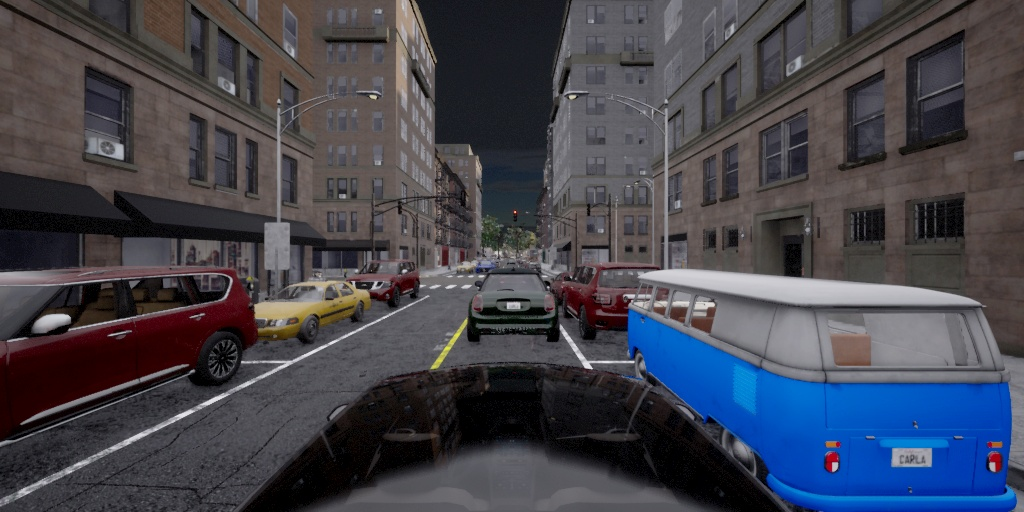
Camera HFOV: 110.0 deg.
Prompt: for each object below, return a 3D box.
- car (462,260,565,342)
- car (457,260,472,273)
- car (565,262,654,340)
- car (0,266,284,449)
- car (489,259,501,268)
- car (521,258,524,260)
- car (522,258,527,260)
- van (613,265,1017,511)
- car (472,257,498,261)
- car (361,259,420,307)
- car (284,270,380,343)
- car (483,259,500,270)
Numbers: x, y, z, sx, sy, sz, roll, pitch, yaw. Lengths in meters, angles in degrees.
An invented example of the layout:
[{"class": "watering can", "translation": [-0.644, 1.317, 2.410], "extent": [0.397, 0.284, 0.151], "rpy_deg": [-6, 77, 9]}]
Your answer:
[{"class": "car", "translation": [0.018, 1.102, 9.928], "extent": [2.097, 1.767, 4.553], "rpy_deg": [0, 0, 0]}, {"class": "car", "translation": [-5.493, 1.274, 42.394], "extent": [1.751, 1.417, 4.829], "rpy_deg": [0, 0, 0]}, {"class": "car", "translation": [2.623, 1.065, 9.892], "extent": [2.192, 1.841, 5.009], "rpy_deg": [0, 0, 0]}, {"class": "car", "translation": [-5.403, 1.065, 4.200], "extent": [2.192, 1.841, 5.009], "rpy_deg": [0, 0, 0]}, {"class": "car", "translation": [-2.934, 1.315, 62.568], "extent": [1.994, 1.385, 4.181], "rpy_deg": [0, 0, 0]}, {"class": "car", "translation": [2.549, 1.294, 48.061], "extent": [1.888, 1.381, 4.507], "rpy_deg": [0, 0, 0]}, {"class": "car", "translation": [2.560, 1.299, 42.580], "extent": [2.007, 1.370, 4.403], "rpy_deg": [0, 0, 0]}, {"class": "van", "translation": [2.634, 1.091, 4.214], "extent": [1.690, 1.789, 3.998], "rpy_deg": [0, 0, 0]}, {"class": "car", "translation": [-2.919, 1.227, 39.820], "extent": [1.882, 1.535, 5.008], "rpy_deg": [0, 0, 0]}, {"class": "car", "translation": [-5.427, 1.064, 15.557], "extent": [2.192, 1.841, 5.009], "rpy_deg": [0, 0, 0]}, {"class": "car", "translation": [-5.414, 1.275, 9.708], "extent": [1.751, 1.417, 4.829], "rpy_deg": [0, 0, 0]}, {"class": "car", "translation": [-2.939, 1.242, 52.034], "extent": [2.128, 1.511, 4.902], "rpy_deg": [0, 0, 0]}]
